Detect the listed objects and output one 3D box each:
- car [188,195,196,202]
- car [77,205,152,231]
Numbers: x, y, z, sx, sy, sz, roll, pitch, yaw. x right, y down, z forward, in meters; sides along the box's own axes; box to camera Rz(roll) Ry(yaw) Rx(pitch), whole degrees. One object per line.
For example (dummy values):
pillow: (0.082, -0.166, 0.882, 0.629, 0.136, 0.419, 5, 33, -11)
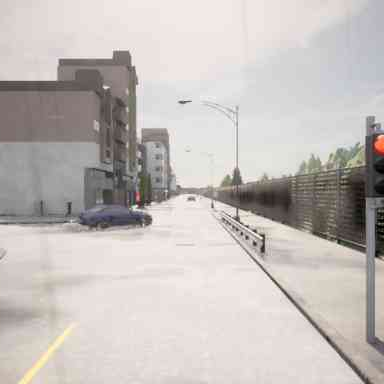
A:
car: (-0.101, 1.524, 77.509, 1.812, 1.442, 4.674, 0, 0, 0)
car: (-4.699, 1.526, 20.588, 4.674, 1.442, 1.812, 0, 1, -37)
